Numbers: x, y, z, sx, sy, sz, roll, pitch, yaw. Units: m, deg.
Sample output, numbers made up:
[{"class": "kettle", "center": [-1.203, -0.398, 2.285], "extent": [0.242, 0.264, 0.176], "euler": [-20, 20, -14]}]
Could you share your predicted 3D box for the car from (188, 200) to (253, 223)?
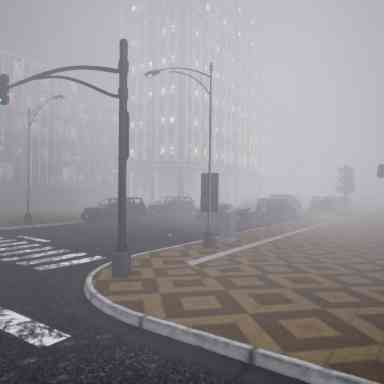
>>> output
[{"class": "car", "center": [2.309, 1.596, 25.250], "extent": [2.033, 1.411, 5.357], "euler": [1, 1, 35]}]

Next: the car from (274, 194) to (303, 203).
[{"class": "car", "center": [10.119, 1.288, 36.251], "extent": [2.150, 2.045, 5.566], "euler": [1, 1, 35]}]

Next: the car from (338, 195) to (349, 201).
[{"class": "car", "center": [39.632, 1.616, 87.037], "extent": [1.947, 1.339, 4.313], "euler": [1, 1, 35]}]

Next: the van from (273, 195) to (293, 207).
[{"class": "van", "center": [13.953, 1.345, 50.842], "extent": [1.690, 1.788, 3.998], "euler": [1, 0, 35]}]

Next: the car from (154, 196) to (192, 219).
[{"class": "car", "center": [-1.749, 1.283, 28.934], "extent": [2.192, 1.841, 5.009], "euler": [1, 0, 35]}]

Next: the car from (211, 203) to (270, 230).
[{"class": "car", "center": [3.306, 1.668, 21.999], "extent": [1.802, 1.307, 4.206], "euler": [1, 0, 35]}]

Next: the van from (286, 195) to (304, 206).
[{"class": "van", "center": [17.164, 1.351, 55.366], "extent": [1.690, 1.788, 3.998], "euler": [1, 0, 35]}]

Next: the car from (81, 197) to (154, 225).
[{"class": "car", "center": [-5.412, 1.274, 23.770], "extent": [2.192, 1.841, 5.009], "euler": [1, 0, 35]}]

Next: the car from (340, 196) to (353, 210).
[{"class": "car", "center": [20.380, 1.436, 46.282], "extent": [2.192, 1.841, 5.009], "euler": [1, 0, 35]}]

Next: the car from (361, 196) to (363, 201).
[{"class": "car", "center": [44.107, 1.655, 84.158], "extent": [2.128, 1.511, 4.902], "euler": [1, 1, 35]}]

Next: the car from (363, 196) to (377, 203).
[{"class": "car", "center": [39.639, 1.597, 73.429], "extent": [1.967, 1.590, 4.097], "euler": [1, 1, 35]}]

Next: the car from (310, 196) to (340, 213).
[{"class": "car", "center": [15.392, 1.427, 39.160], "extent": [2.192, 1.841, 5.009], "euler": [1, 0, 35]}]

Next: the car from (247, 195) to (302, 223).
[{"class": "car", "center": [6.803, 1.409, 26.922], "extent": [2.192, 1.841, 5.009], "euler": [1, 0, 35]}]

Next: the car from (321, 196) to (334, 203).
[{"class": "car", "center": [30.001, 1.616, 73.465], "extent": [1.802, 1.307, 4.206], "euler": [1, 1, 35]}]

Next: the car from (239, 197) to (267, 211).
[{"class": "car", "center": [7.775, 1.430, 42.247], "extent": [1.967, 1.590, 4.097], "euler": [1, 0, 35]}]

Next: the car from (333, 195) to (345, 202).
[{"class": "car", "center": [36.324, 1.570, 82.374], "extent": [1.752, 1.417, 4.829], "euler": [1, 1, 35]}]
